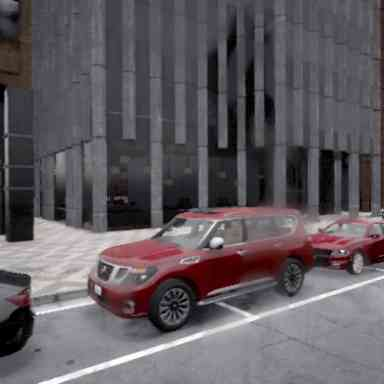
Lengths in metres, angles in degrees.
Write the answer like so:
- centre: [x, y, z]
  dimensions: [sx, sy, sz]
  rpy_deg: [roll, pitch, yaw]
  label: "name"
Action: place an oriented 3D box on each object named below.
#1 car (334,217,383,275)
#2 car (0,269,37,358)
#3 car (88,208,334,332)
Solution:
- centre: [5.076, 1.504, 10.268]
  dimensions: [4.507, 1.381, 1.887]
  rpy_deg: [0, 0, -35]
  label: "car"
- centre: [-4.104, 1.571, 3.724]
  dimensions: [4.313, 1.339, 1.947]
  rpy_deg: [0, 0, -35]
  label: "car"
- centre: [0.484, 1.297, 6.996]
  dimensions: [5.009, 1.841, 2.192]
  rpy_deg: [0, 0, -35]
  label: "car"
